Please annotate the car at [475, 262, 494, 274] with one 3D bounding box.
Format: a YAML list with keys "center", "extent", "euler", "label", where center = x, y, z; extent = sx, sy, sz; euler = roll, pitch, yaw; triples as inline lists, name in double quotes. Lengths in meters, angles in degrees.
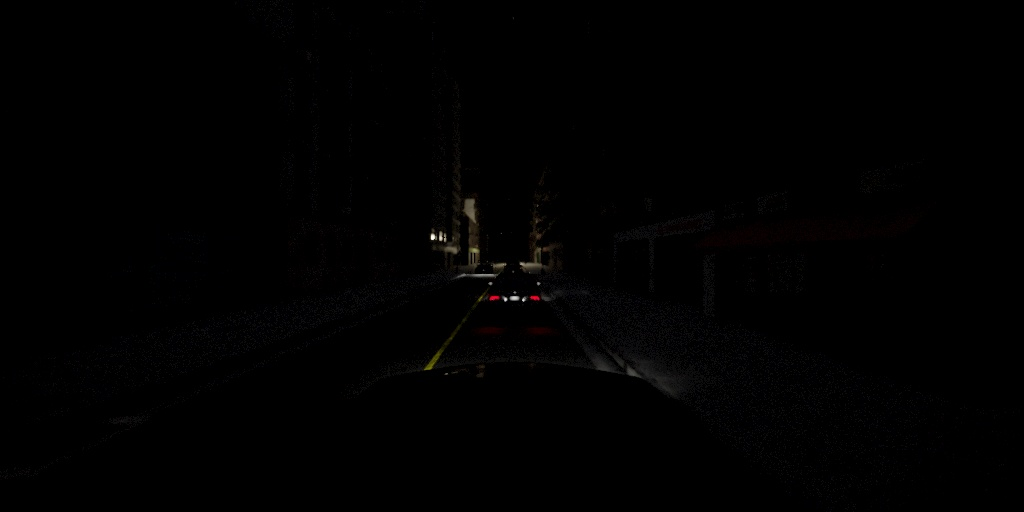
- center: [-3.083, 1.358, 41.049]
  extent: [1.994, 1.385, 4.181]
  euler: [0, 0, 0]
  label: "car"

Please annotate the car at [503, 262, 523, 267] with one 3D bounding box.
- center: [0.106, 1.316, 37.114]
  extent: [1.812, 1.442, 4.674]
  euler: [0, 0, 0]
  label: "car"

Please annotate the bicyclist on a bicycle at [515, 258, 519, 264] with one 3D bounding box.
- center: [0.837, 1.182, 57.631]
  extent: [0.659, 1.776, 1.843]
  euler: [0, 0, 0]
  label: "bicyclist on a bicycle"

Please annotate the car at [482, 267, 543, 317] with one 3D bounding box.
- center: [0.089, 1.313, 13.233]
  extent: [2.033, 1.411, 5.357]
  euler: [0, 0, 0]
  label: "car"
